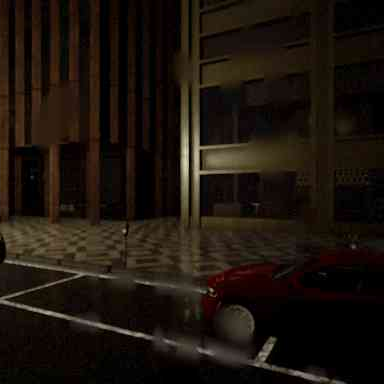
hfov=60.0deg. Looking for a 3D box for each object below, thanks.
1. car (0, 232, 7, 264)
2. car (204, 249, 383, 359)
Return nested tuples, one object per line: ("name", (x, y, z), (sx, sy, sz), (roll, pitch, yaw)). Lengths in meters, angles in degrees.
("car", (-7.714, 1.436, 10.234), (4.097, 1.590, 1.967), (0, 0, 28))
("car", (2.354, 1.543, 4.983), (4.507, 1.381, 1.887), (0, 0, 28))
